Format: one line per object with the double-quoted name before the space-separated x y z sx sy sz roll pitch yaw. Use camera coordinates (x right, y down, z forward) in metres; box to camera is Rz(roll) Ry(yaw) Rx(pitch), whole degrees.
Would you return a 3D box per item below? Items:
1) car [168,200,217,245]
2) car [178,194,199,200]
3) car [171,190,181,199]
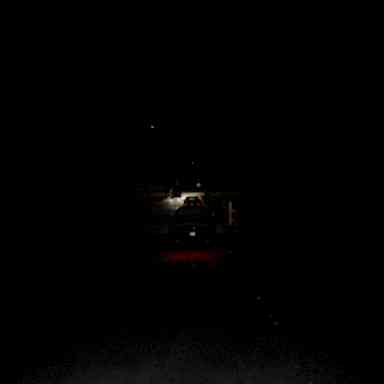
"car" 0.028 1.348 14.785 1.882 1.535 5.008 0 1 0
"car" 0.000 1.127 33.410 2.033 1.411 5.357 0 1 0
"car" -2.903 0.468 61.578 1.837 1.490 4.892 0 1 0
